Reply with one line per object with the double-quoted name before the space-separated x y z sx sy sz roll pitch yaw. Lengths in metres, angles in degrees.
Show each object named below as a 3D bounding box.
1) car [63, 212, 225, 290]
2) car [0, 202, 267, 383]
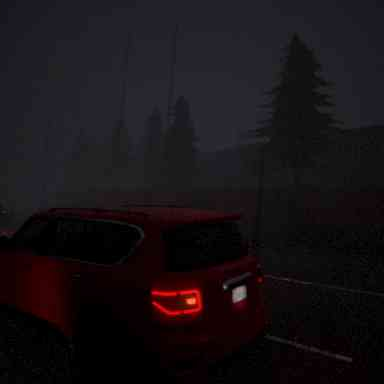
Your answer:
"car" -1.650 1.513 10.056 4.902 1.511 2.128 0 0 40
"car" -1.567 1.232 5.388 5.566 2.045 2.150 0 0 38
